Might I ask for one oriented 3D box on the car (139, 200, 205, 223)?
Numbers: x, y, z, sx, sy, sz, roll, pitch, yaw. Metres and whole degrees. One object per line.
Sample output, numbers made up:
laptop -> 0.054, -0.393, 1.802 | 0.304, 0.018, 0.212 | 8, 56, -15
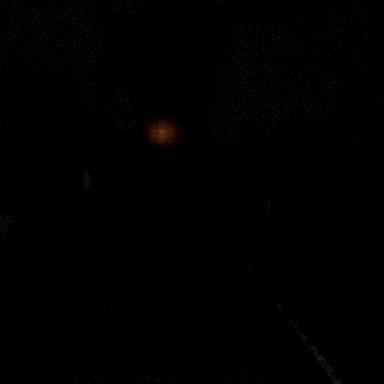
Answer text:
car -> -1.455, 1.622, 25.963 | 4.892, 1.490, 1.837 | 0, 0, -3

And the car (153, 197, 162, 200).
car -> -7.110, 1.790, 68.869 | 1.994, 1.385, 4.181 | 0, 0, -1

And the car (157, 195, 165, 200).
car -> -7.748, 1.414, 84.263 | 1.895, 1.301, 4.718 | 0, 0, -4

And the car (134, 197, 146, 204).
car -> -10.610, 1.789, 68.645 | 1.994, 1.385, 4.181 | 0, 0, -1
